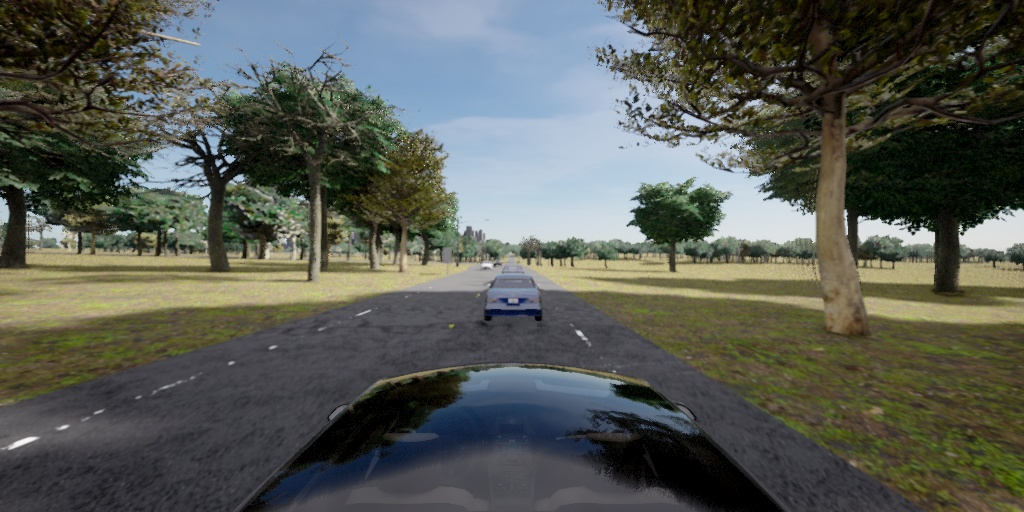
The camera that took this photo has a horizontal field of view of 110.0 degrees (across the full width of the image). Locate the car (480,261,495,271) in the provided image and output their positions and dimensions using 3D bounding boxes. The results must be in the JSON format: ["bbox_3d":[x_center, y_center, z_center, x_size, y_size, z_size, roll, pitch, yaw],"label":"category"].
[{"bbox_3d":[-3.924,1.528,55.495,1.812,1.442,4.674,0,-1,-4],"label":"car"}]

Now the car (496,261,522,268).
[{"bbox_3d":[0.069,1.364,27.707,2.033,1.411,5.357,0,0,1],"label":"car"}]

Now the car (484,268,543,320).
[{"bbox_3d":[0.056,1.313,12.655,2.033,1.411,5.357,0,0,1],"label":"car"}]
